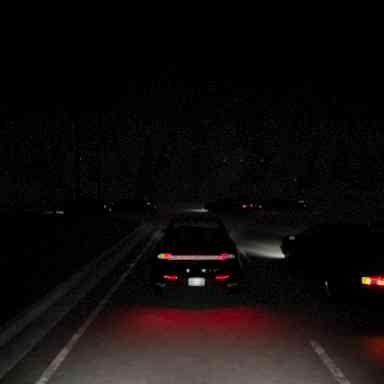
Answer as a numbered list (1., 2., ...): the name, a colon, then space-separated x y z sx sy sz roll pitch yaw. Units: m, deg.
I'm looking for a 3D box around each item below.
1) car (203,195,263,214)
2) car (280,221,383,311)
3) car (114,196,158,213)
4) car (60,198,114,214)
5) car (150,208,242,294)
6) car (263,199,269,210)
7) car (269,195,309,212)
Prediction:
1. car: 3.356 1.174 29.621 2.033 1.411 5.357 0 1 -39
2. car: 3.597 1.448 7.827 2.033 1.411 5.357 0 1 0
3. car: -5.456 1.130 31.381 4.674 1.442 1.812 0 0 24
4. car: -9.378 1.197 29.057 4.181 1.385 1.994 0 1 17
5. car: 0.099 1.384 8.452 2.128 1.511 4.902 0 1 0
6. car: 4.690 1.093 32.689 1.837 1.490 4.892 1 0 -43
7. car: 9.092 1.076 32.953 2.128 1.511 4.902 0 1 -37
